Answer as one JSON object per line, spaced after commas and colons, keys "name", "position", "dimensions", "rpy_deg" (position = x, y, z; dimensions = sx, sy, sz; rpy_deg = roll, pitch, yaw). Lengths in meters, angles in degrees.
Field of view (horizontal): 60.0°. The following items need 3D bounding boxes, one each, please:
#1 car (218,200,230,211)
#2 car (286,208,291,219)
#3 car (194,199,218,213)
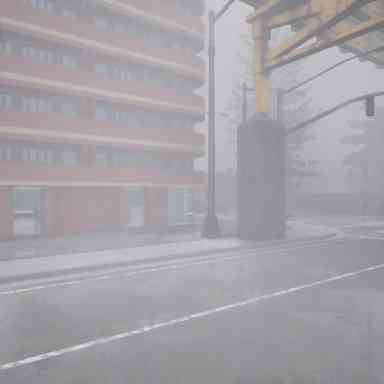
{"name": "car", "position": [2.378, 1.601, 40.249], "dimensions": [1.895, 1.301, 4.718], "rpy_deg": [0, 0, -35]}
{"name": "car", "position": [6.239, 1.526, 28.463], "dimensions": [1.812, 1.442, 4.674], "rpy_deg": [0, 0, -36]}
{"name": "car", "position": [0.276, 1.478, 36.833], "dimensions": [1.882, 1.535, 5.008], "rpy_deg": [0, 0, -36]}
